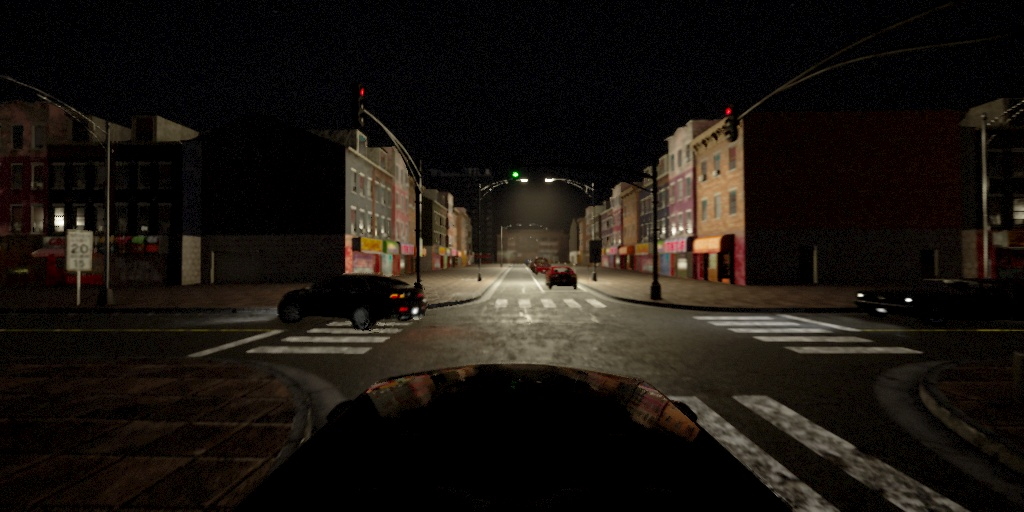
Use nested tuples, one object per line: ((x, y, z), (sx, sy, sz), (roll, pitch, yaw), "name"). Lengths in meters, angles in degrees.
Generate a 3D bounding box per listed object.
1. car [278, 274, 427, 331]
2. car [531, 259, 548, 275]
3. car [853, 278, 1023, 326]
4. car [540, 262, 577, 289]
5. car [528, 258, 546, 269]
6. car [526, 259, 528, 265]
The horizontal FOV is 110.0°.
((-4.958, 1.301, 11.049), (4.892, 1.490, 1.837), (0, -5, 23), "car")
((3.386, 1.363, 39.296), (1.888, 1.381, 4.507), (0, 0, 1), "car")
((13.507, 1.344, 10.966), (4.718, 1.301, 1.895), (0, -1, 1), "car")
((3.077, 1.320, 22.988), (1.888, 1.381, 4.507), (0, 0, 1), "car")
((3.490, 1.149, 44.732), (2.192, 1.841, 5.009), (0, 0, 1), "car")
((3.799, 1.476, 61.041), (1.802, 1.307, 4.207), (0, 0, 1), "car")
